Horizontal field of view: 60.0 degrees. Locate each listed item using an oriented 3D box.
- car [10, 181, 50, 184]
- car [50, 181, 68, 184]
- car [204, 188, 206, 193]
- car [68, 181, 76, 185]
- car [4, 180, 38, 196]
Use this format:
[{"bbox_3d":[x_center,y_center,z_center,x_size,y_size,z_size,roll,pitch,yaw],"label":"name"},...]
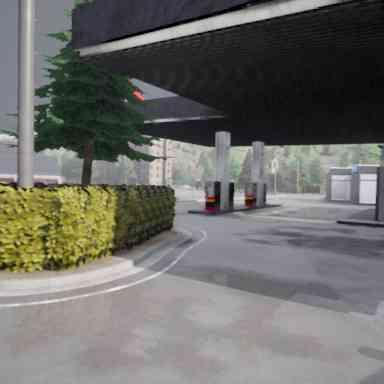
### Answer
[{"bbox_3d":[-17.270,-0.197,35.203,3.866,1.878,1.905,2,2,35],"label":"car"},{"bbox_3d":[-26.845,-1.287,65.439,3.866,1.878,1.905,2,2,35],"label":"car"},{"bbox_3d":[4.818,-0.320,65.615,5.027,1.636,2.152,2,2,35],"label":"car"},{"bbox_3d":[-25.509,-1.312,68.052,4.605,1.855,1.932,2,2,35],"label":"car"},{"bbox_3d":[-21.809,-0.488,42.415,4.605,1.855,1.932,2,2,35],"label":"car"}]
